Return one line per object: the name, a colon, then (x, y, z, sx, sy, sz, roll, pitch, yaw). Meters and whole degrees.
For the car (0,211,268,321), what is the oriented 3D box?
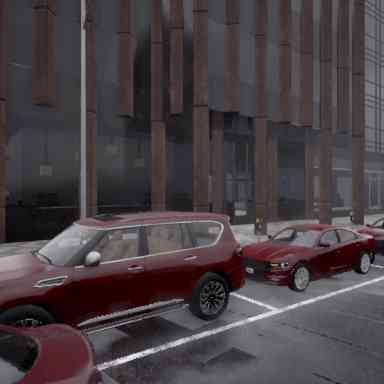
car: (-1.289, 1.315, 5.735, 5.009, 1.841, 2.192, 0, 0, -36)

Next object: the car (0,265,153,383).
car: (-2.679, 1.526, 1.462, 4.674, 1.442, 1.812, 0, 0, -36)

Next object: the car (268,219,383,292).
car: (3.145, 1.545, 8.916, 4.507, 1.381, 1.887, 0, 0, -36)

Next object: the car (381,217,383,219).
car: (7.579, 1.547, 12.097, 4.507, 1.381, 1.887, 0, 0, -36)
